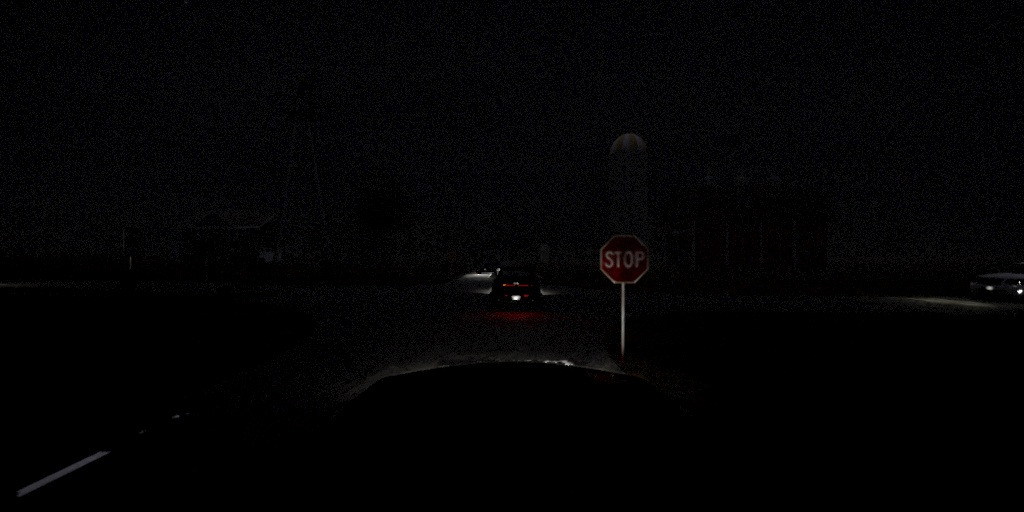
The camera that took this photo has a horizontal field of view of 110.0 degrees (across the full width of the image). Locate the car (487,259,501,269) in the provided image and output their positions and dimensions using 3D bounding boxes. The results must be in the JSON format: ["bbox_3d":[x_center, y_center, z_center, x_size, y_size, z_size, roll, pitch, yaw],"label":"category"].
[{"bbox_3d":[-2.609,1.172,52.643,1.895,1.301,4.718,0,0,0],"label":"car"}]

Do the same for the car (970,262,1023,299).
[{"bbox_3d":[27.173,1.291,18.314,5.566,2.045,2.150,0,0,0],"label":"car"}]

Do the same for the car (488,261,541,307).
[{"bbox_3d":[0.168,1.187,15.213,1.837,1.490,4.892,1,1,0],"label":"car"}]

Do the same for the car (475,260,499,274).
[{"bbox_3d":[-2.684,1.150,37.862,1.994,1.385,4.181,0,0,0],"label":"car"}]
